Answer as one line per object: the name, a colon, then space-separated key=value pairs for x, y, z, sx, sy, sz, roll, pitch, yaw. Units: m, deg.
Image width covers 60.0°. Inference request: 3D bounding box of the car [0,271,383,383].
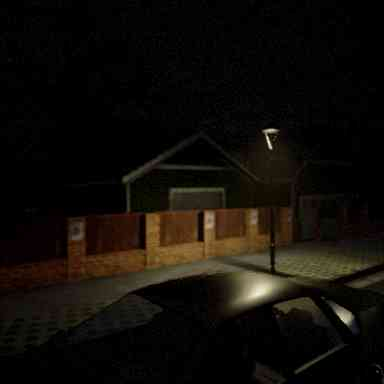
car: x=0.137 y=1.576 z=3.061 sx=5.357 sy=1.411 sz=2.033 roll=0 pitch=-1 yaw=-39
